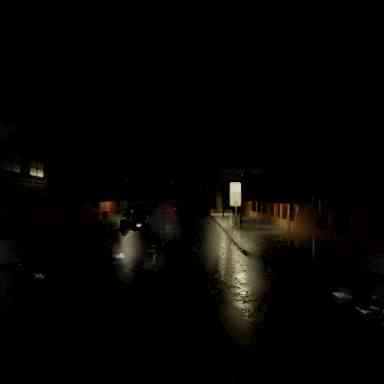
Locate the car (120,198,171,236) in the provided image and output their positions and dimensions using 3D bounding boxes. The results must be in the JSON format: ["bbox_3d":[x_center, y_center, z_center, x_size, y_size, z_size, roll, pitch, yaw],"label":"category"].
[{"bbox_3d":[-2.716,1.398,19.879,2.150,2.045,5.566,0,-1,0],"label":"car"}]

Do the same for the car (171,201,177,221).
[{"bbox_3d":[-2.694,1.650,29.862,2.097,1.767,4.553,0,-1,0],"label":"car"}]

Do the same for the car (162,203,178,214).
[{"bbox_3d":[-2.813,2.089,42.643,1.895,1.301,4.718,0,-1,-3],"label":"car"}]

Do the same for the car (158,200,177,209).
[{"bbox_3d":[-4.592,2.322,61.708,1.882,1.535,5.008,1,-2,-26],"label":"car"}]
